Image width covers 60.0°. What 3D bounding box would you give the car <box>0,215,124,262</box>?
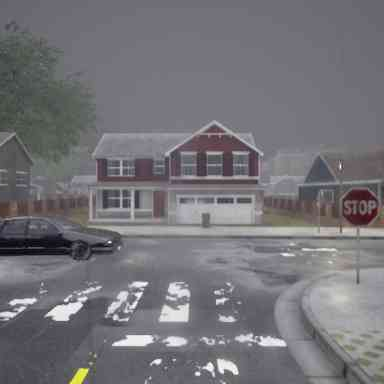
[{"bbox_3d":[-5.183,1.530,11.508,5.357,1.411,2.033,0,0,1],"label":"car"}]
